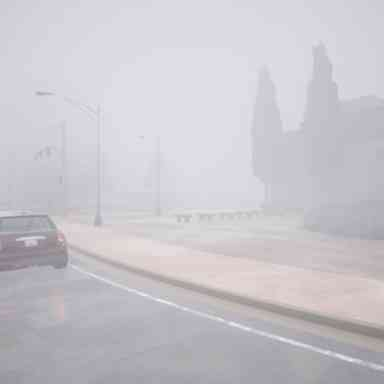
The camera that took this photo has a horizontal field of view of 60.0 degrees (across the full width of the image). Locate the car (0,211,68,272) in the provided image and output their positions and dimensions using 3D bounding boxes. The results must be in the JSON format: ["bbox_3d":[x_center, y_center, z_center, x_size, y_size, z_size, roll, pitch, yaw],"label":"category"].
[{"bbox_3d":[-5.564,1.352,10.292,2.097,1.767,4.553,0,0,-40],"label":"car"}]
